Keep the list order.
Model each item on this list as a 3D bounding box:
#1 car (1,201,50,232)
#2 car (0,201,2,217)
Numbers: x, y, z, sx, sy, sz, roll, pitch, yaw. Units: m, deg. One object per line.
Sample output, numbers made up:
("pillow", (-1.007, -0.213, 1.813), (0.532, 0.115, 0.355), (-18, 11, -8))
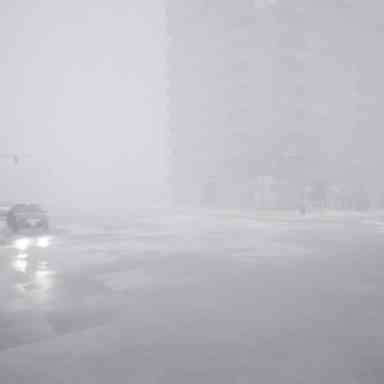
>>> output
("car", (-9.961, 1.487, 20.100), (2.128, 1.511, 4.902), (0, 0, -34))
("car", (-15.872, 1.503, 28.522), (1.812, 1.442, 4.674), (0, 0, -35))
